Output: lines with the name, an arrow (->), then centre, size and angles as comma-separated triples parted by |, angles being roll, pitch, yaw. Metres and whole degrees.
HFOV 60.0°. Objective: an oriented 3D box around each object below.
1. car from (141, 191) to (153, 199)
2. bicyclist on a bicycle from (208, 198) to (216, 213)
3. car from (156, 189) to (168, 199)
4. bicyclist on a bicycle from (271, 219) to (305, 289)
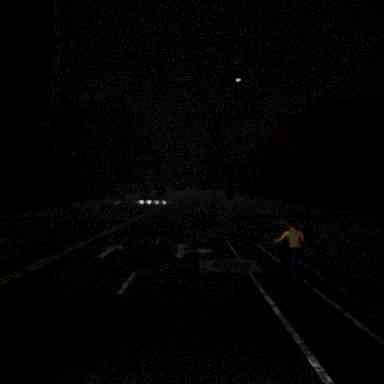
car -> -9.745, 0.522, 72.023 | 2.097, 1.767, 4.553 | 0, 1, 0
bicyclist on a bicycle -> 2.256, 1.494, 36.773 | 0.866, 1.612, 1.509 | 0, 0, 0
car -> -6.495, 0.393, 71.960 | 2.150, 2.045, 5.566 | 0, 1, 0
bicyclist on a bicycle -> 2.461, 1.473, 8.295 | 0.866, 1.612, 1.509 | 0, 0, 0
